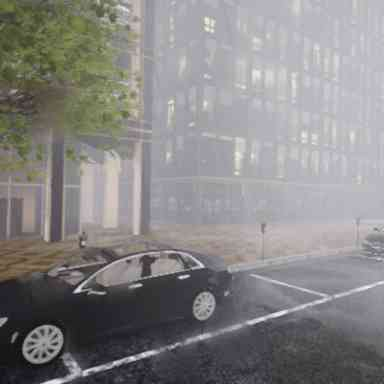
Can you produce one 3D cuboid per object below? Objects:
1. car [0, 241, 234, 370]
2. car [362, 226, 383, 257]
[{"bbox_3d":[-1.261,1.573,5.644,4.403,1.369,2.008,1,0,-35],"label":"car"},{"bbox_3d":[7.956,1.689,12.203,4.403,1.369,2.008,1,0,-35],"label":"car"}]
